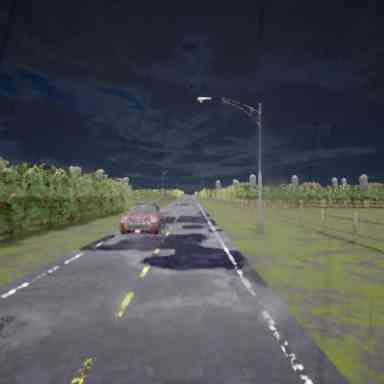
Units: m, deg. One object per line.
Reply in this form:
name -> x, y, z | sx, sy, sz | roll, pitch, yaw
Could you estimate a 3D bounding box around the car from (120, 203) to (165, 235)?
car -> -2.799, 1.463, 19.516 | 2.097, 1.767, 4.553 | 0, 0, 0
